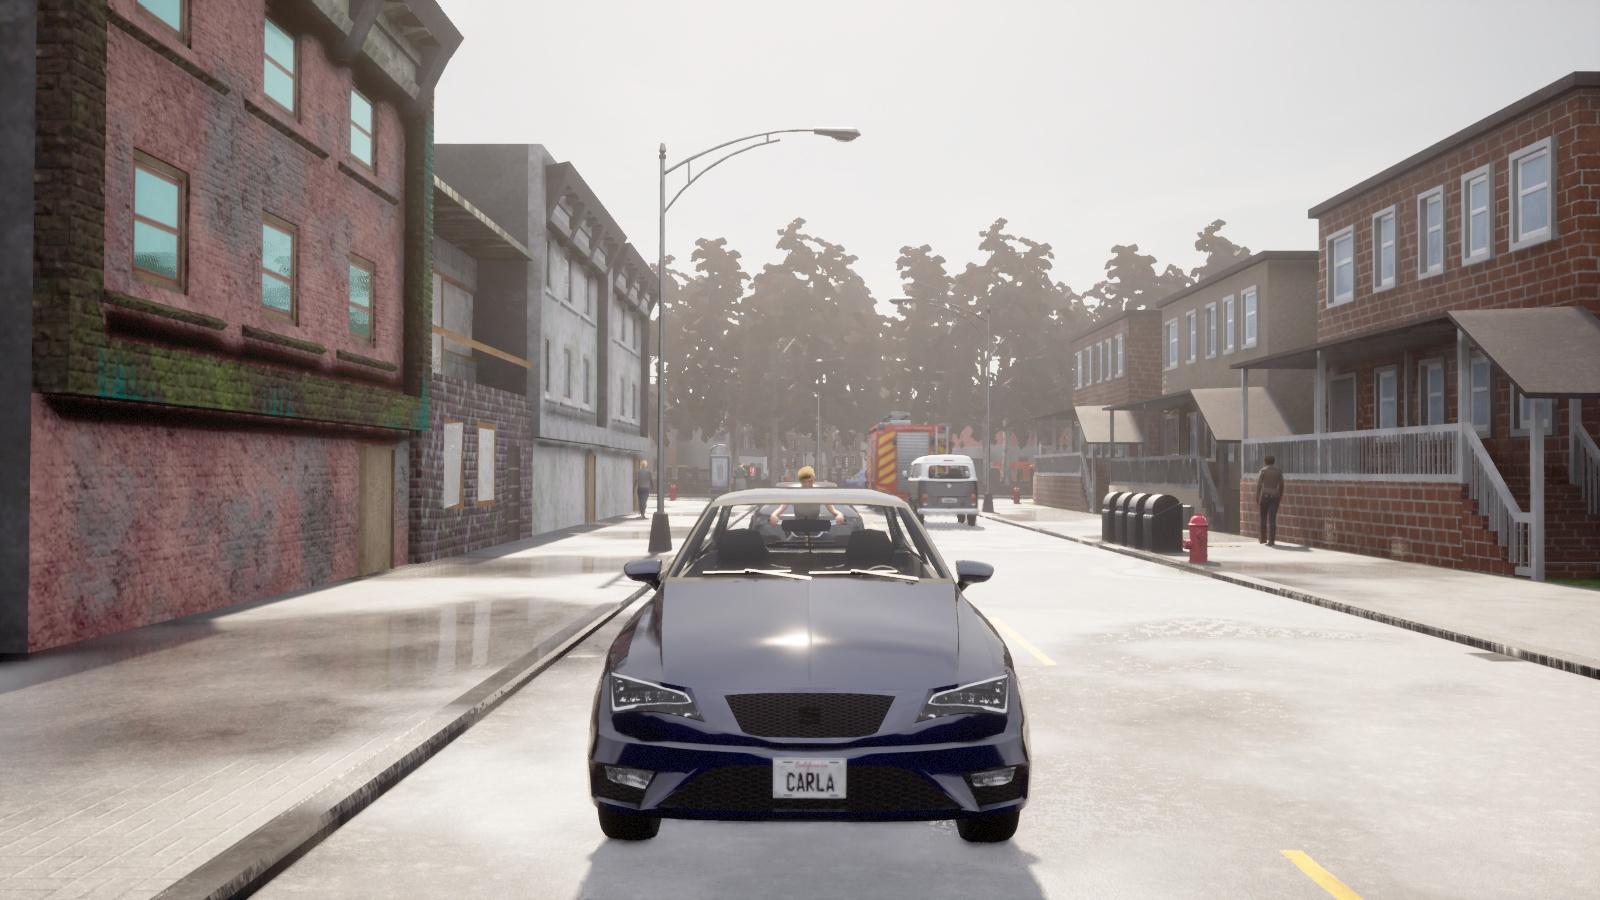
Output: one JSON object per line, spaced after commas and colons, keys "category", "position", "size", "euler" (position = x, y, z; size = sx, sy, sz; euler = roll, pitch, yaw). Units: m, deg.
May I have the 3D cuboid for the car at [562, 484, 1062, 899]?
{"category": "car", "position": [0.049, 0.940, 6.673], "size": [1.816, 1.474, 4.193], "euler": [0, -1, 0]}

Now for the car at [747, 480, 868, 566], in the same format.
{"category": "car", "position": [0.126, 1.261, 22.824], "size": [1.994, 1.385, 4.181], "euler": [0, -1, 0]}

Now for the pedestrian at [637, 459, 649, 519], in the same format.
{"category": "pedestrian", "position": [-4.815, 1.190, 38.614], "size": [0.354, 1.836, 0.706], "euler": [0, -1, -6]}

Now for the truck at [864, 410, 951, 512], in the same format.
{"category": "truck", "position": [4.259, 0.496, 51.538], "size": [2.891, 3.827, 8.468], "euler": [0, -1, 0]}

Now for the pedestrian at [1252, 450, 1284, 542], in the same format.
{"category": "pedestrian", "position": [9.348, 0.907, 25.098], "size": [0.328, 1.805, 0.869], "euler": [0, -1, 3]}

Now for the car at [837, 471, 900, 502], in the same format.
{"category": "car", "position": [3.530, 1.878, 65.677], "size": [1.882, 1.535, 5.008], "euler": [0, -1, -14]}

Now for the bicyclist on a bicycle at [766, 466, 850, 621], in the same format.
{"category": "bicyclist on a bicycle", "position": [0.084, 0.983, 13.839], "size": [0.866, 1.612, 1.509], "euler": [0, -1, 0]}

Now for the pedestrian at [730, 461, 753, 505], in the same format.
{"category": "pedestrian", "position": [-2.636, 1.478, 56.317], "size": [0.659, 1.952, 0.873], "euler": [-1, -1, 28]}

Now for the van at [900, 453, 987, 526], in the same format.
{"category": "van", "position": [4.194, 1.147, 37.347], "size": [2.069, 2.038, 4.480], "euler": [0, -1, 0]}
